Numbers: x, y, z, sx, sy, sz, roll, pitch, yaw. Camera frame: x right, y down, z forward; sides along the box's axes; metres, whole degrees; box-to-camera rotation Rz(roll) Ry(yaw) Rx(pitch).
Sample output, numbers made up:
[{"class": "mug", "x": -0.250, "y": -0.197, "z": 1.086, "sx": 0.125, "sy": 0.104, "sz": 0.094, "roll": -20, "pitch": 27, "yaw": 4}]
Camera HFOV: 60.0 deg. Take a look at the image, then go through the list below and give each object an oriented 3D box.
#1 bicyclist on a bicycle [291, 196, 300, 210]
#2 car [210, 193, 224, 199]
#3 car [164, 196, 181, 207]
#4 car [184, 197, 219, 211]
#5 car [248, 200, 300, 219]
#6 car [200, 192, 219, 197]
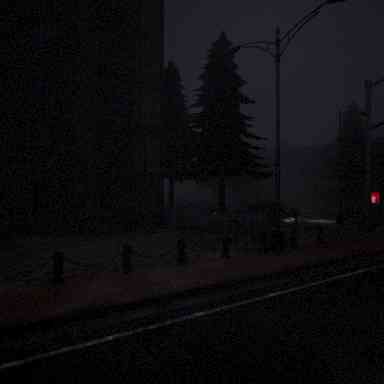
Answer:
[{"class": "bicyclist on a bicycle", "x": 11.403, "y": 1.316, "z": 36.604, "sx": 1.656, "sy": 1.620, "sz": 0.582, "roll": 0, "pitch": 0, "yaw": -37}, {"class": "car", "x": 7.161, "y": 1.092, "z": 94.470, "sx": 1.905, "sy": 1.878, "sz": 3.866, "roll": 0, "pitch": 0, "yaw": -37}, {"class": "car", "x": -3.666, "y": 1.616, "z": 50.411, "sx": 1.895, "sy": 1.301, "sz": 4.718, "roll": 0, "pitch": 0, "yaw": -34}, {"class": "car", "x": 1.010, "y": 1.579, "z": 37.962, "sx": 1.994, "sy": 1.385, "sz": 4.181, "roll": 0, "pitch": 0, "yaw": -37}, {"class": "car", "x": 7.232, "y": 1.493, "z": 29.722, "sx": 1.882, "sy": 1.535, "sz": 5.008, "roll": 0, "pitch": 0, "yaw": -37}, {"class": "car", "x": 5.073, "y": 1.112, "z": 92.407, "sx": 1.932, "sy": 1.855, "sz": 4.605, "roll": 0, "pitch": 0, "yaw": -37}]
